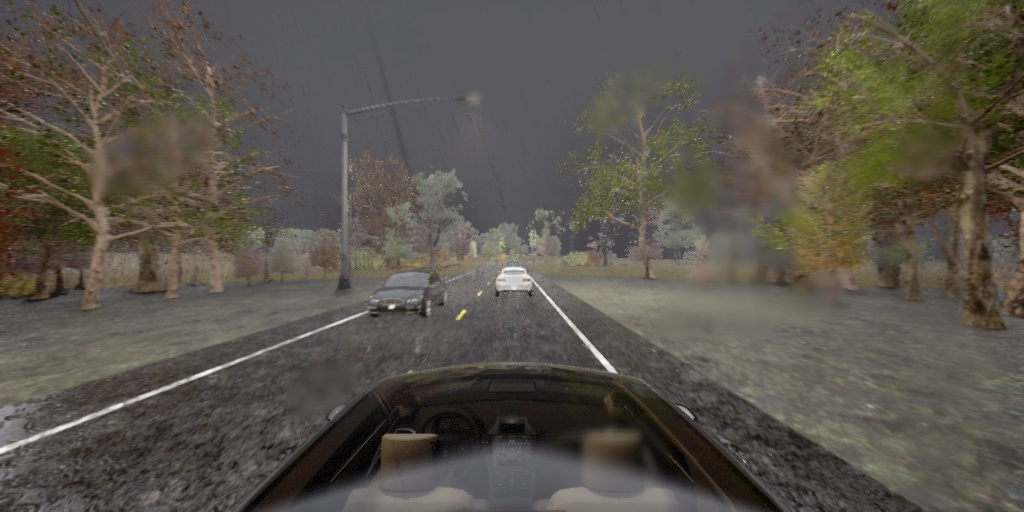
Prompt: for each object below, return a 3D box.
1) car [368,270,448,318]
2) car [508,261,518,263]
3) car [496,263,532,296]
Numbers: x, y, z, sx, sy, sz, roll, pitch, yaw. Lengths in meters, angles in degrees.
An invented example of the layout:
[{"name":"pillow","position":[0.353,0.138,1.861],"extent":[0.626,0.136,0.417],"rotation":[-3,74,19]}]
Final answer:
[{"name":"car","position":[-3.591,1.280,13.144],"extent":[1.837,1.490,4.892],"rotation":[0,0,0]},{"name":"car","position":[0.106,1.392,45.111],"extent":[2.033,1.411,5.357],"rotation":[0,0,0]},{"name":"car","position":[0.105,1.314,19.583],"extent":[1.812,1.442,4.674],"rotation":[0,0,0]}]
